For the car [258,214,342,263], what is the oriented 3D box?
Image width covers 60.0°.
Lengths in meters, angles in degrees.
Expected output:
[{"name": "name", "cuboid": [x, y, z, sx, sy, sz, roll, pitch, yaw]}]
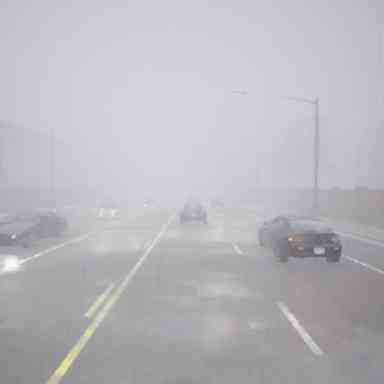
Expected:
[{"name": "car", "cuboid": [3.597, 1.488, 11.691, 1.812, 1.442, 4.674, 0, 0, 0]}]

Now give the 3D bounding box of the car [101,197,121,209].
[{"name": "car", "cuboid": [-10.559, 1.382, 43.702, 1.812, 1.442, 4.674, 0, 0, 1]}]

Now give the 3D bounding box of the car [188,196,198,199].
[{"name": "car", "cuboid": [0.093, 1.347, 50.924, 2.033, 1.411, 5.357, 0, 1, 0]}]

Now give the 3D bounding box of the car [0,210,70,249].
[{"name": "car", "cuboid": [-7.090, 1.502, 14.501, 2.033, 1.411, 5.357, 0, 0, 0]}]

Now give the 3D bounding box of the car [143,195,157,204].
[{"name": "car", "cuboid": [-7.029, 1.284, 55.924, 2.033, 1.411, 5.357, 0, 1, 1]}]

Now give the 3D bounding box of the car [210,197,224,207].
[{"name": "car", "cuboid": [3.593, 1.374, 48.125, 2.033, 1.411, 5.357, 0, 0, 0]}]

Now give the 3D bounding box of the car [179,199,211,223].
[{"name": "car", "cuboid": [0.095, 1.486, 24.643, 1.994, 1.385, 4.181, 0, 0, 0]}]
